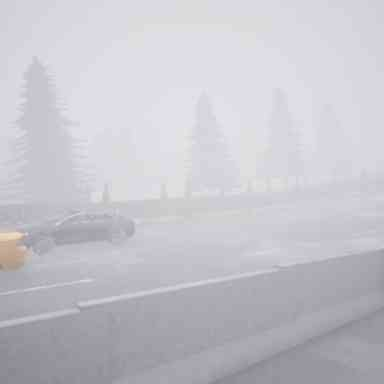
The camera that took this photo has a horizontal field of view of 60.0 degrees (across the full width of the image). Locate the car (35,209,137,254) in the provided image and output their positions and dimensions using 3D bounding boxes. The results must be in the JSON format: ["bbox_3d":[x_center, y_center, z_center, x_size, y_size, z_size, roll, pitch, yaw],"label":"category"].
[{"bbox_3d":[-4.674,1.485,13.554,4.902,1.511,2.128,0,0,-35],"label":"car"}]

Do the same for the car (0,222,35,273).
[{"bbox_3d":[-6.678,1.481,7.827,5.008,1.535,1.882,0,0,-35],"label":"car"}]
